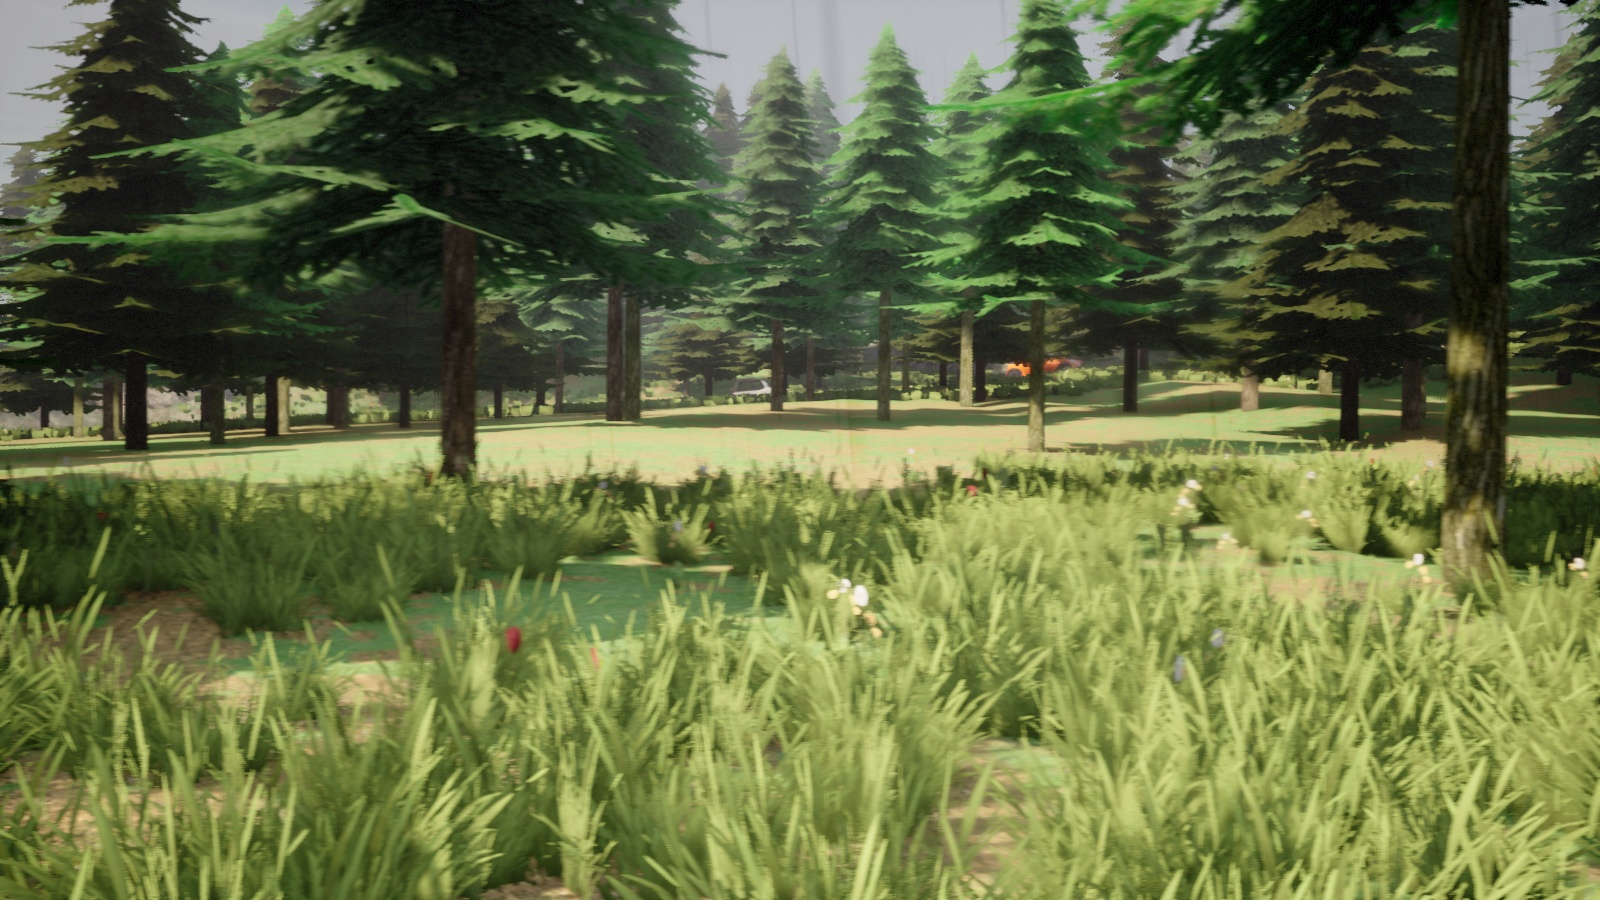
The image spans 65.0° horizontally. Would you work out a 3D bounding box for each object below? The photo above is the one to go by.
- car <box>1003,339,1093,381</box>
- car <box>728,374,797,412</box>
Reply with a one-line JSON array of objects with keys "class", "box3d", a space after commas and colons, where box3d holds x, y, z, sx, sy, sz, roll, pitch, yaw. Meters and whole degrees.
[{"class": "car", "box3d": [14.390, -5.208, 72.964, 4.553, 1.767, 2.097, -6, -2, 30]}, {"class": "car", "box3d": [-2.337, -3.570, 78.907, 3.866, 1.878, 1.905, -6, 0, 7]}]
